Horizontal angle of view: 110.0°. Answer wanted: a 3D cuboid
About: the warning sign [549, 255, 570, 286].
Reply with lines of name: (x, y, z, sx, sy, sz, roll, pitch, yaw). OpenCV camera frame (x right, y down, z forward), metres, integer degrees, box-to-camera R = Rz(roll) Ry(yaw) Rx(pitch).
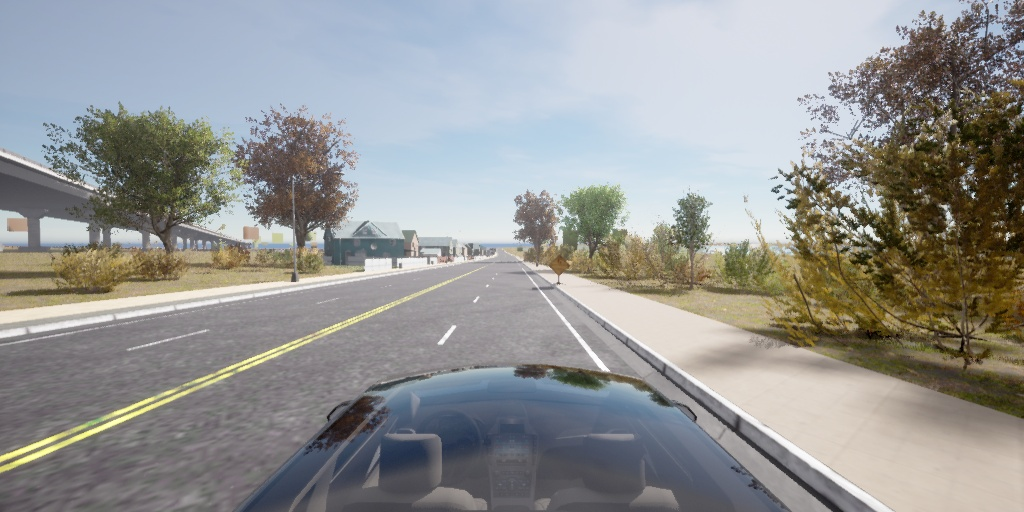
warning sign: (2.850, 0.847, 22.023, 1.300, 1.860, 1.060, 0, 0, 0)
